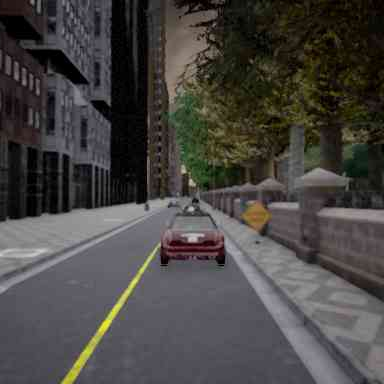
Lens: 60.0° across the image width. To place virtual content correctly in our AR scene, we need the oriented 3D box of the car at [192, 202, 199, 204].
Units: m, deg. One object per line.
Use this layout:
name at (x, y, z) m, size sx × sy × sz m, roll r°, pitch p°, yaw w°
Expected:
car at (0.041, 1.823, 27.999) m, size 1.812 × 1.442 × 4.674 m, roll 0°, pitch 0°, yaw 0°

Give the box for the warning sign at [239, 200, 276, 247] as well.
warning sign at (2.697, 1.274, 13.835) m, size 1.300 × 1.860 × 1.060 m, roll -1°, pitch -2°, yaw 0°

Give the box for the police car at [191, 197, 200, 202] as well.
police car at (0.876, 2.184, 83.931) m, size 1.930 × 1.638 × 5.238 m, roll 0°, pitch 0°, yaw 0°

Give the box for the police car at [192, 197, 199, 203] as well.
police car at (0.874, 2.255, 93.933) m, size 1.930 × 1.638 × 5.238 m, roll 0°, pitch 0°, yaw 0°

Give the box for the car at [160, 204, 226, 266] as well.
car at (0.041, 1.493, 12.330) m, size 2.097 × 1.767 × 4.553 m, roll 0°, pitch -1°, yaw 1°

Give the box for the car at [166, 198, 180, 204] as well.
car at (-3.076, 2.117, 56.876) m, size 1.994 × 1.385 × 4.181 m, roll 0°, pitch 0°, yaw 0°
